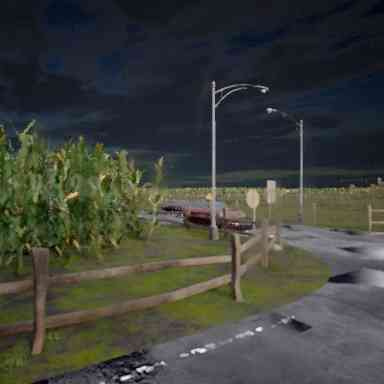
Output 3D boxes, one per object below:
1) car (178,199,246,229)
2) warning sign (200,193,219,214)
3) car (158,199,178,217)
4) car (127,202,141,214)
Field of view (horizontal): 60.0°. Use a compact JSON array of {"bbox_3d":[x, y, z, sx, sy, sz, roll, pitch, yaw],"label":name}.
[{"bbox_3d":[1.404,1.312,21.515,2.097,1.767,4.553,0,0,-36],"label":"car"},{"bbox_3d":[1.579,1.030,30.372,1.300,1.860,1.060,-1,0,-36],"label":"warning sign"},{"bbox_3d":[-1.506,1.408,30.653,2.128,1.511,4.902,0,0,-36],"label":"car"},{"bbox_3d":[-6.750,1.390,32.909,1.882,1.535,5.008,0,0,-36],"label":"car"}]
